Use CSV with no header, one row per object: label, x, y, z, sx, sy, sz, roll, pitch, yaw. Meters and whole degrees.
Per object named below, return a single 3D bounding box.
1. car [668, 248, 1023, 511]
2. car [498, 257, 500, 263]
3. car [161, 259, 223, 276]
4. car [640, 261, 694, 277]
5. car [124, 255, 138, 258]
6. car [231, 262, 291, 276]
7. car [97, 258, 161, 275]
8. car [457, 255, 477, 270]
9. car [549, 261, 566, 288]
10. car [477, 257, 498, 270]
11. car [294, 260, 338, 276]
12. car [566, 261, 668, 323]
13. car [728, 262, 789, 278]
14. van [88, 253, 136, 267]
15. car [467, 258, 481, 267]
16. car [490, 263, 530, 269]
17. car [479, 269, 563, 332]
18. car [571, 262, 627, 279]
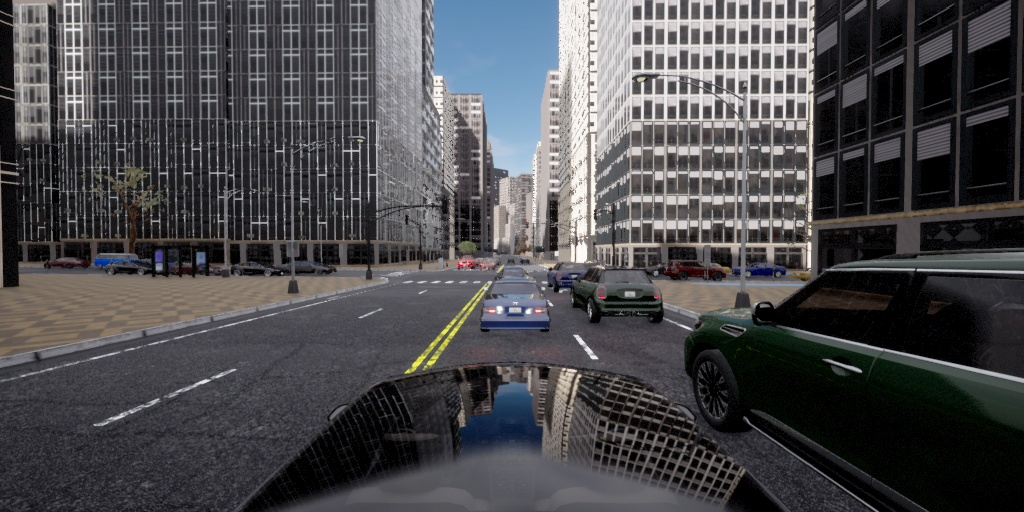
car,3.345,0.971,2.394,2.150,2.045,5.566,0,0,0
car,-3.480,1.229,60.074,1.812,1.442,4.674,0,0,0
car,-28.493,1.136,32.336,4.207,1.307,1.802,0,0,1
car,16.206,1.364,37.589,4.892,1.490,1.837,0,1,-1
car,-34.324,0.935,35.130,5.008,1.535,1.882,0,1,1
car,-22.809,1.172,32.217,4.313,1.339,1.948,0,0,1
car,-34.174,1.067,32.495,4.313,1.339,1.948,0,0,1
car,-6.721,0.933,53.374,2.150,2.045,5.566,0,0,0
car,3.300,1.091,21.104,2.097,1.767,4.553,0,0,0
car,-3.440,1.066,51.230,2.097,1.767,4.553,0,0,-1
car,-19.994,1.135,34.875,5.357,1.411,2.033,1,1,1
car,3.324,1.097,12.240,2.097,1.767,4.553,0,0,0
car,25.684,1.420,37.426,5.008,1.535,1.882,1,1,1
van,-45.388,0.602,41.127,3.998,1.789,1.690,0,0,1
car,-6.718,1.176,63.719,1.882,1.535,5.008,0,0,1
car,0.052,1.304,20.036,1.994,1.385,4.181,0,0,0
car,0.079,1.293,10.793,2.033,1.411,5.357,0,0,0
car,8.299,1.347,34.476,4.892,1.490,1.837,0,1,1
